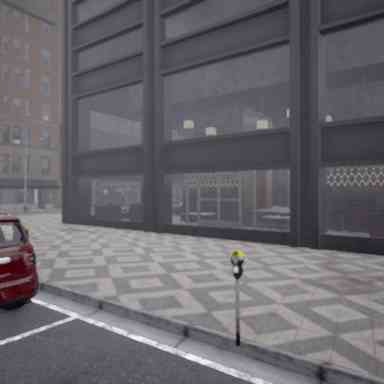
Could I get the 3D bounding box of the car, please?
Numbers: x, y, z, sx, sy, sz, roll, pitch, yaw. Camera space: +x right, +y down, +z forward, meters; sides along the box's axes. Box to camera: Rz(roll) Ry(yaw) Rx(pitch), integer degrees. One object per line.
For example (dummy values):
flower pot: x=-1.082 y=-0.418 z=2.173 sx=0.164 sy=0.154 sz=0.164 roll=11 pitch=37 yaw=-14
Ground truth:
car: x=-4.980 y=1.267 z=6.403 sx=5.009 sy=1.841 sz=2.192 roll=0 pitch=0 yaw=35
